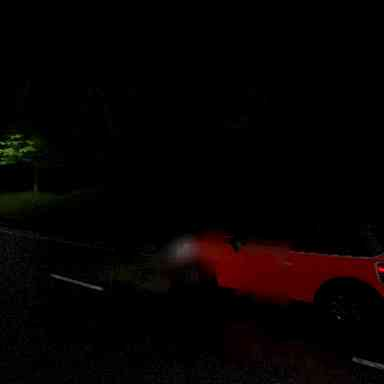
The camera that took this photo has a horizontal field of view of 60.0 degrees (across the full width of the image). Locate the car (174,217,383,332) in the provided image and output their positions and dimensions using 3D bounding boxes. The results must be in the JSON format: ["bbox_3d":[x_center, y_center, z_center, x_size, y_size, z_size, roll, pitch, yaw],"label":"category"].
[{"bbox_3d":[1.806,1.341,7.067,4.553,1.767,2.097,1,0,36],"label":"car"}]
